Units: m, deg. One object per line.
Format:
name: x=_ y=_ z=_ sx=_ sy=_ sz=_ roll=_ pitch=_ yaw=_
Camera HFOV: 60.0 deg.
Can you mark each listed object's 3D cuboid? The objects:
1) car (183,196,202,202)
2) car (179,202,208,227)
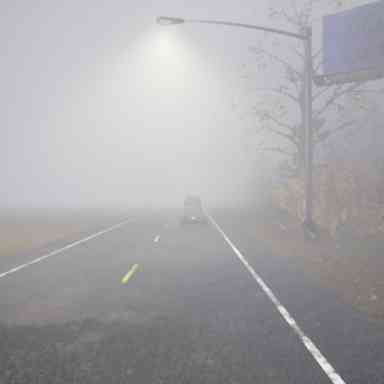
car: x=0.089 y=1.455 z=41.440 sx=2.150 sy=2.045 sz=5.566 roll=0 pitch=0 yaw=0
car: x=0.095 y=1.700 z=24.121 sx=1.994 sy=1.385 sz=4.181 roll=0 pitch=0 yaw=0
